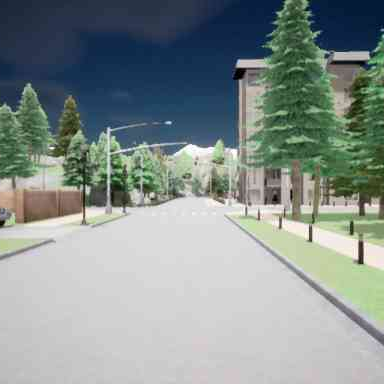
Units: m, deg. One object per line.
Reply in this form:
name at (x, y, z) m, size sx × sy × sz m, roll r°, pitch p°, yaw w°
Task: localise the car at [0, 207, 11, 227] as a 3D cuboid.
car at (-12.680, 1.130, 18.434) m, size 4.605 × 1.855 × 1.932 m, roll 0°, pitch 0°, yaw 0°
